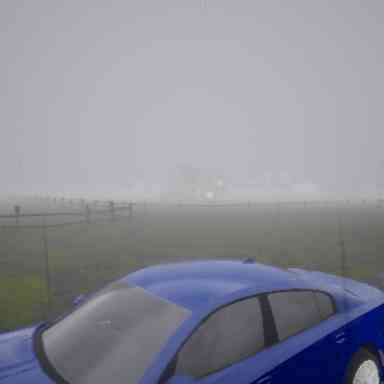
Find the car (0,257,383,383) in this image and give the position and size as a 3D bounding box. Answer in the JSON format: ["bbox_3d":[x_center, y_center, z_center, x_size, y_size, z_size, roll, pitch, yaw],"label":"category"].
[{"bbox_3d":[-0.056,1.469,3.082,5.008,1.535,1.882,0,0,-36],"label":"car"}]
